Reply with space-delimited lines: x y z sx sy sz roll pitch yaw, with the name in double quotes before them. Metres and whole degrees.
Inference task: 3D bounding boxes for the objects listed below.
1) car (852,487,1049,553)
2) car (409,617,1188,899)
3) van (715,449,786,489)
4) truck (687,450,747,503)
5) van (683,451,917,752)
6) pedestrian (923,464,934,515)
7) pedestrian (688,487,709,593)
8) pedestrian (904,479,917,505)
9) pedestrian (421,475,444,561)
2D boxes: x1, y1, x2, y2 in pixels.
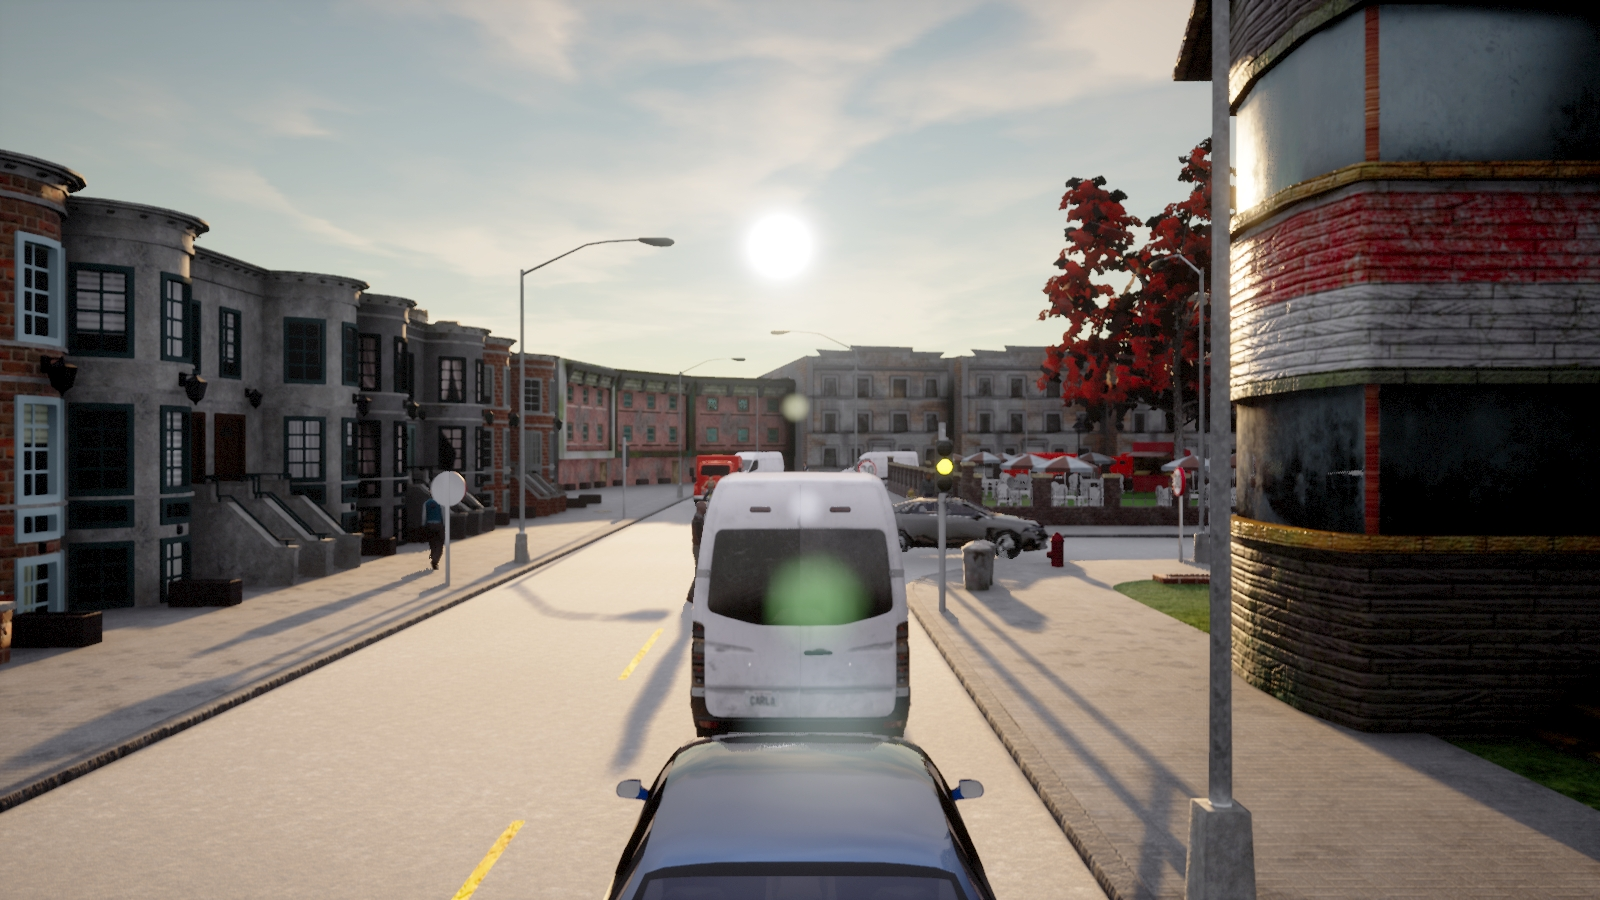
"car" 3.969 1.778 29.840 4.902 1.511 2.128 0 0 13
"car" -0.003 1.875 5.314 2.033 1.411 5.357 0 0 0
"van" -3.216 1.194 76.030 1.988 2.561 5.915 0 0 28
"truck" -4.032 1.256 56.585 2.627 2.467 5.204 0 0 0
"van" -0.004 1.292 12.693 1.988 2.561 5.915 0 0 0
"pedestrian" 4.744 1.447 42.236 0.375 1.860 0.375 0 0 0
"pedestrian" -1.805 1.594 20.365 0.375 1.860 0.375 0 0 -4
"pedestrian" 4.765 1.817 49.123 0.500 1.100 0.500 0 0 0
"pedestrian" -8.039 1.483 24.996 0.375 1.860 0.375 0 0 -1
